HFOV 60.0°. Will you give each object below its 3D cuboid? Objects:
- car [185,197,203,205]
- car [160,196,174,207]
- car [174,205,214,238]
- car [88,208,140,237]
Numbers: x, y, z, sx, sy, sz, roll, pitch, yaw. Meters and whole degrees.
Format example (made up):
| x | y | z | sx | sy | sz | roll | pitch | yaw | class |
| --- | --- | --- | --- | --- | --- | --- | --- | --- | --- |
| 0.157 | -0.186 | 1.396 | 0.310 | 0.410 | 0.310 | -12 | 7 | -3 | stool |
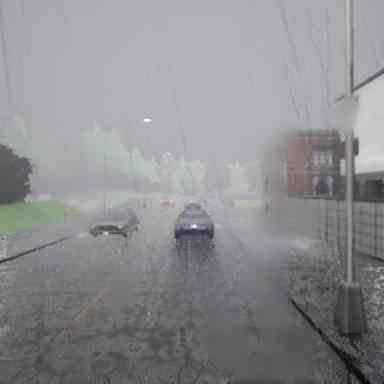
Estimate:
| x | y | z | sx | sy | sz | roll | pitch | yaw | class |
| --- | --- | --- | --- | --- | --- | --- | --- | --- | --- |
| 0.098 | 1.614 | 40.180 | 1.812 | 1.442 | 4.674 | 0 | 0 | 0 | car |
| -4.005 | 1.476 | 54.254 | 2.097 | 1.767 | 4.553 | 0 | -1 | 0 | car |
| 0.103 | 1.604 | 17.840 | 1.994 | 1.385 | 4.181 | 0 | 0 | 0 | car |
| -4.095 | 1.589 | 18.438 | 2.033 | 1.411 | 5.357 | 0 | 0 | 0 | car |
